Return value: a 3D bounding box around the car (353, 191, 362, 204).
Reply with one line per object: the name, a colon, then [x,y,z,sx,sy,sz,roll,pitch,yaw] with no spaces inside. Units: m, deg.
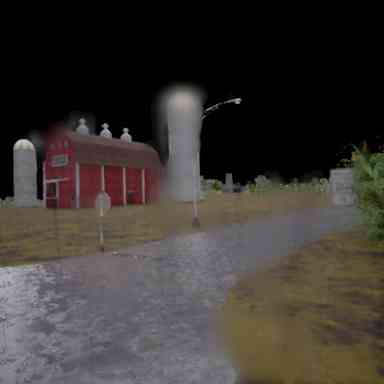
car: [21.343,0.625,44.656,2.097,1.767,4.553,-2,0,36]
